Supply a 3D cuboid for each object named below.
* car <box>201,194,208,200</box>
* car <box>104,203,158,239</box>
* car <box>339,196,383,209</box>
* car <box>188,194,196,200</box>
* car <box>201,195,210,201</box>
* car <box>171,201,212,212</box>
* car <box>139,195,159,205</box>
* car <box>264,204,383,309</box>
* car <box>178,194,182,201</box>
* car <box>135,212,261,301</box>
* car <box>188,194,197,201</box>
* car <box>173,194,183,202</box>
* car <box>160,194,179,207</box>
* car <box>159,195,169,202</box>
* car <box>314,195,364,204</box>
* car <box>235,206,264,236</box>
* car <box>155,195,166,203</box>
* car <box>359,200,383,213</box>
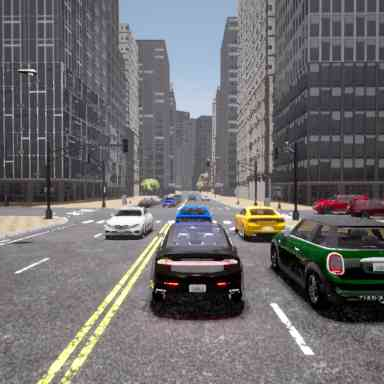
[{"bbox_3d":[3.330,1.337,90.640,1.895,1.301,4.718,0,0,0],"label":"car"},{"bbox_3d":[-3.175,1.516,17.528,1.812,1.442,4.674,0,0,2],"label":"car"},{"bbox_3d":[16.226,1.519,29.392,5.009,1.841,2.192,1,0,1],"label":"car"},{"bbox_3d":[0.080,1.267,90.614,2.128,1.511,4.902,0,0,0],"label":"car"},{"bbox_3d":[3.321,1.513,80.638,1.895,1.301,4.718,0,0,0],"label":"car"},{"bbox_3d":[0.119,1.468,17.809,1.882,1.535,5.008,0,0,1],"label":"car"},{"bbox_3d":[-6.542,1.513,49.076,2.033,1.411,5.357,0,0,0],"label":"car"},{"bbox_3d":[3.356,1.348,8.016,2.097,1.767,4.553,0,0,0],"label":"car"},{"bbox_3d":[-3.274,1.519,58.249,1.994,1.385,4.181,0,0,1],"label":"car"},{"bbox_3d":[0.105,1.488,8.304,2.128,1.511,4.902,0,0,0],"label":"car"},{"bbox_3d":[0.071,1.273,80.581,2.097,1.767,4.553,0,0,0],"label":"car"},{"bbox_3d":[-3.183,1.286,77.128,2.097,1.767,4.553,0,0,0],"label":"car"},{"bbox_3d":[-3.297,1.491,49.504,1.812,1.442,4.674,0,0,0],"label":"car"},{"bbox_3d":[-6.433,1.482,77.962,1.994,1.385,4.181,0,0,0],"label":"car"},{"bbox_3d":[15.737,1.327,35.175,5.566,2.045,2.150,1,1,1],"label":"car"},{"bbox_3d":[3.364,1.469,17.196,1.882,1.535,5.008,0,0,0],"label":"car"},{"bbox_3d":[-6.449,1.448,67.984,1.837,1.490,4.892,0,0,0],"label":"car"},{"bbox_3d":[21.842,1.643,37.673,4.829,1.417,1.752,1,0,1],"label":"car"}]
